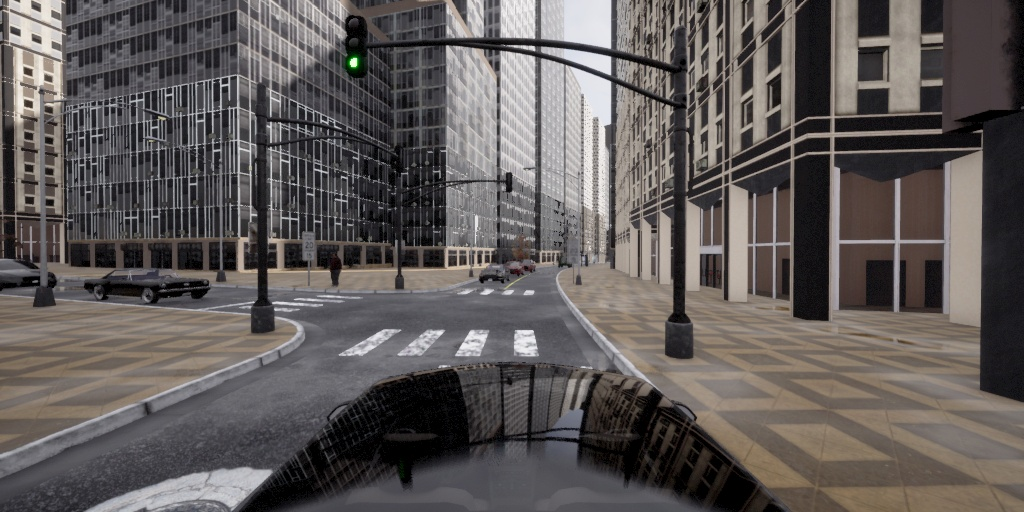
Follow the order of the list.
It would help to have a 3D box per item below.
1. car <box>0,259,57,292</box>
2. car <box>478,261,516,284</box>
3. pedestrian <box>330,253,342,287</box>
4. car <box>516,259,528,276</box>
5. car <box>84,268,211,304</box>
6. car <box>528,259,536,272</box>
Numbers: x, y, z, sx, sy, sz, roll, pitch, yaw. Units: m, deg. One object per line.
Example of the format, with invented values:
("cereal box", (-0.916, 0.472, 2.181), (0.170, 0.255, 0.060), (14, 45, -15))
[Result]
("car", (-25.111, 0.931, 17.806), (4.892, 1.490, 1.837), (1, 1, 16))
("car", (-1.220, 1.331, 28.075), (2.033, 1.411, 5.357), (0, 0, 7))
("pedestrian", (-9.577, 0.716, 19.407), (0.375, 1.860, 0.375), (0, 0, 16))
("car", (0.133, 1.297, 37.783), (1.882, 1.535, 5.008), (0, 0, 9))
("car", (-15.075, 1.171, 14.904), (4.718, 1.301, 1.895), (1, 1, 16))
("car", (1.885, 1.220, 47.511), (2.097, 1.767, 4.553), (0, 0, 11))
